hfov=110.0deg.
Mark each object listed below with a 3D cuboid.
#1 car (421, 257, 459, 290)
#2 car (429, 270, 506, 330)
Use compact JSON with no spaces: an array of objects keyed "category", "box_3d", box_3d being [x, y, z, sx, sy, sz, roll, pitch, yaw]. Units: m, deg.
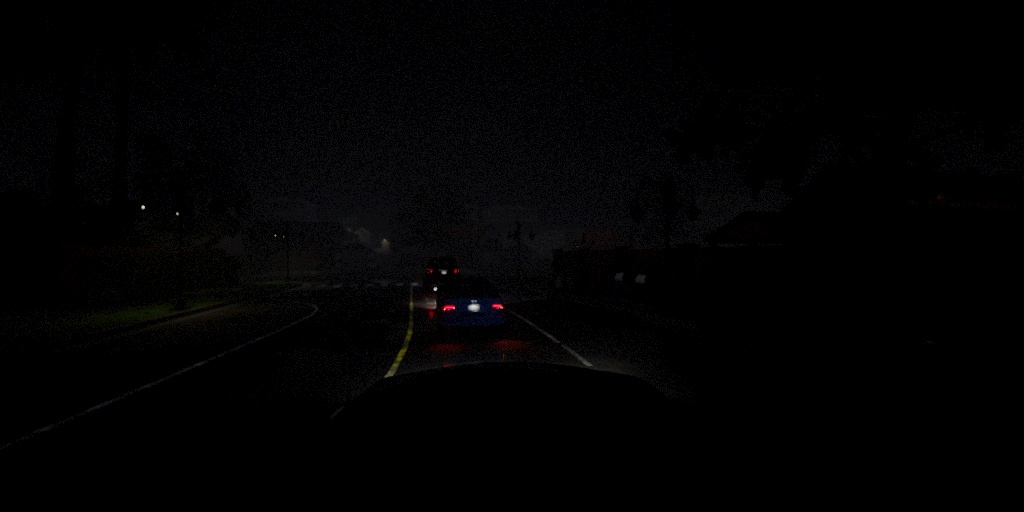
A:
[{"category":"car","box_3d":[-4.748,1.077,23.769,2.150,2.045,5.566,0,0,-16]},{"category":"car","box_3d":[-1.472,1.341,11.394,2.033,1.411,5.357,0,0,-12]}]
